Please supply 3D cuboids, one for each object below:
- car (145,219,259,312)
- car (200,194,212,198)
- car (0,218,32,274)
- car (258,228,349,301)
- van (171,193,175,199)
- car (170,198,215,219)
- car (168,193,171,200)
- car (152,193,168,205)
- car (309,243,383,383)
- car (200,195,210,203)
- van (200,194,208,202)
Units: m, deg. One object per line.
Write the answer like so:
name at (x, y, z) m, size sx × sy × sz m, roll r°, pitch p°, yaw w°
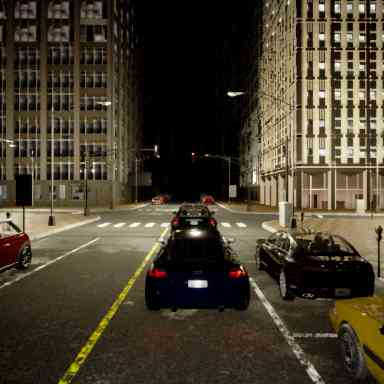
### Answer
car at (0.098, 1.563, 7.779) m, size 1.994 × 1.385 × 4.181 m, roll 0°, pitch 0°, yaw 0°
car at (2.761, 1.390, 57.383) m, size 1.967 × 1.590 × 4.097 m, roll 0°, pitch 0°, yaw 0°
car at (-5.692, 1.439, 8.117) m, size 1.967 × 1.590 × 4.097 m, roll 0°, pitch 0°, yaw 0°
car at (2.688, 1.550, 8.123) m, size 2.008 × 1.369 × 4.403 m, roll 0°, pitch 0°, yaw 0°
van at (-5.726, 1.239, 80.121) m, size 1.690 × 1.788 × 3.998 m, roll 0°, pitch 0°, yaw 0°
car at (0.090, 1.347, 16.412) m, size 2.097 × 1.767 × 4.553 m, roll 0°, pitch 0°, yaw 0°
car at (-5.747, 1.253, 63.066) m, size 2.192 × 1.841 × 5.009 m, roll 0°, pitch 0°, yaw 0°
car at (-5.811, 1.390, 57.380) m, size 1.967 × 1.590 × 4.097 m, roll 0°, pitch 0°, yaw 0°
car at (2.690, 1.525, 2.625) m, size 1.752 × 1.417 × 4.829 m, roll 0°, pitch 0°, yaw 0°
car at (2.659, 1.365, 68.751) m, size 1.967 × 1.590 × 4.097 m, roll 0°, pitch 0°, yaw 0°
van at (2.657, 1.253, 74.436) m, size 1.690 × 1.788 × 3.998 m, roll 0°, pitch 0°, yaw 0°
